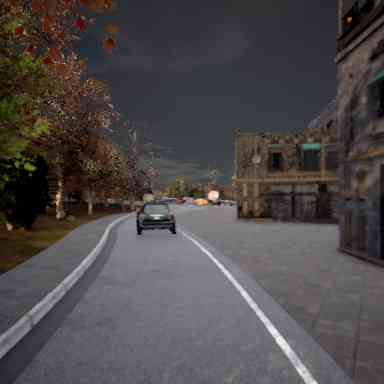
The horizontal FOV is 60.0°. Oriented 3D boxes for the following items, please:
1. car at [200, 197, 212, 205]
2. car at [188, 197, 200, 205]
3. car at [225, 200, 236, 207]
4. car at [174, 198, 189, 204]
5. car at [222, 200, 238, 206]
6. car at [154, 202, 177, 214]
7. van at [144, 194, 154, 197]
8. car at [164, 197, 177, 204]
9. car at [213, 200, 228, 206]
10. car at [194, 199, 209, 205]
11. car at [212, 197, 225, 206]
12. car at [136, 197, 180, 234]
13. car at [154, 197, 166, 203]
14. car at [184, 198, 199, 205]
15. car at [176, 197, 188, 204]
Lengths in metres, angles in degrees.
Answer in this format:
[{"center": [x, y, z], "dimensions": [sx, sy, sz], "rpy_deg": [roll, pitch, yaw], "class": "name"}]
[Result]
[{"center": [1.906, 2.203, 73.148], "dimensions": [2.097, 1.535, 5.008], "rpy_deg": [3, -2, -20], "class": "car"}, {"center": [-0.698, 1.905, 72.216], "dimensions": [2.185, 1.767, 4.553], "rpy_deg": [4, -2, -20], "class": "car"}, {"center": [7.129, 2.521, 75.097], "dimensions": [2.231, 1.521, 4.892], "rpy_deg": [3, -1, -20], "class": "car"}, {"center": [-2.744, 2.308, 85.409], "dimensions": [2.163, 1.488, 4.792], "rpy_deg": [4, -2, -20], "class": "car"}, {"center": [10.204, 2.988, 90.207], "dimensions": [2.097, 1.535, 5.008], "rpy_deg": [3, -1, -20], "class": "car"}, {"center": [-2.946, 1.796, 38.419], "dimensions": [1.895, 1.301, 4.718], "rpy_deg": [0, -1, 5], "class": "car"}, {"center": [-10.501, 1.520, 82.350], "dimensions": [1.878, 1.987, 4.442], "rpy_deg": [4, -1, -21], "class": "van"}, {"center": [-5.458, 2.137, 84.368], "dimensions": [2.002, 1.452, 4.674], "rpy_deg": [4, -2, -20], "class": "car"}, {"center": [7.593, 2.864, 89.233], "dimensions": [2.097, 1.535, 5.008], "rpy_deg": [3, -1, -20], "class": "car"}, {"center": [2.430, 2.594, 87.508], "dimensions": [1.946, 1.575, 5.366], "rpy_deg": [3, -2, -20], "class": "car"}, {"center": [4.520, 2.116, 74.161], "dimensions": [2.435, 2.045, 5.566], "rpy_deg": [3, -2, -20], "class": "car"}, {"center": [-2.160, 1.368, 19.451], "dimensions": [2.097, 1.767, 4.553], "rpy_deg": [0, 0, -9], "class": "car"}, {"center": [-8.062, 1.957, 83.396], "dimensions": [2.002, 1.452, 4.674], "rpy_deg": [4, -2, -20], "class": "car"}, {"center": [-0.185, 2.440, 86.532], "dimensions": [1.946, 1.575, 5.366], "rpy_deg": [3, -2, -20], "class": "car"}, {"center": [-3.311, 1.881, 71.237], "dimensions": [2.163, 1.488, 4.792], "rpy_deg": [4, -2, -20], "class": "car"}]
